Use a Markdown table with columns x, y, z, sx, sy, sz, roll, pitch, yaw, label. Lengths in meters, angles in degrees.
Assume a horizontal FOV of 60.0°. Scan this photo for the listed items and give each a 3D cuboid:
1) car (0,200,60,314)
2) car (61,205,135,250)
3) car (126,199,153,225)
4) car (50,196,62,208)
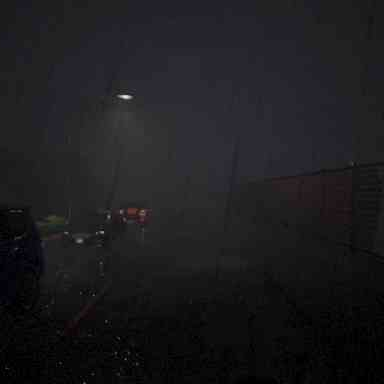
| x | y | z | sx | sy | sz | roll | pitch | yaw | label |
| --- | --- | --- | --- | --- | --- | --- | --- | --- | --- |
| -4.109 | 1.241 | 4.723 | 2.150 | 2.045 | 5.566 | 0 | 0 | 0 | car |
| -4.129 | 1.541 | 14.695 | 2.128 | 1.511 | 4.902 | 0 | 0 | 0 | car |
| -4.131 | 1.434 | 24.738 | 2.097 | 1.767 | 4.553 | 0 | 0 | 0 | car |
| -17.376 | 1.272 | 39.345 | 3.633 | 1.501 | 1.845 | 0 | 0 | 0 | car |
